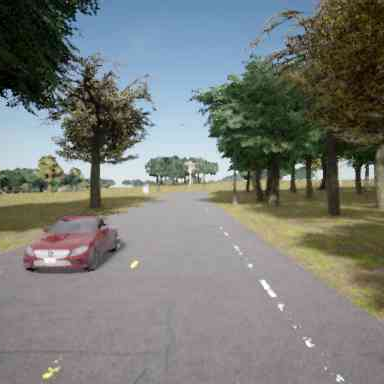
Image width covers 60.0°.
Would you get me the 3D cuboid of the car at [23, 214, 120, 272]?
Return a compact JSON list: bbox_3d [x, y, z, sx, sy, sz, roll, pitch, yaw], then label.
[{"bbox_3d":[-3.613,1.482,10.813,1.812,1.442,4.674,0,0,0],"label":"car"}]
